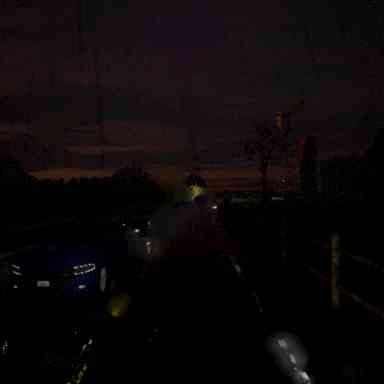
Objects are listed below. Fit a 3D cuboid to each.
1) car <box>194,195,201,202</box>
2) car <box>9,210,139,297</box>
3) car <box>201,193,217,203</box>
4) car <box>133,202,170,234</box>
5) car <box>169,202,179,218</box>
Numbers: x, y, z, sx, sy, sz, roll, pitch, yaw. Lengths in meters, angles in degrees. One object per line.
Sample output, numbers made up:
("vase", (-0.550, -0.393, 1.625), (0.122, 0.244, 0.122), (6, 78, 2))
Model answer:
("car", (1.626, 1.422, 71.808), (1.882, 1.535, 5.008), (0, 0, 8))
("car", (-2.846, 1.484, 8.875), (1.882, 1.535, 5.008), (0, 0, 0))
("car", (3.600, 1.183, 65.768), (2.150, 2.045, 5.566), (0, 0, 8))
("car", (-2.703, 1.552, 19.404), (2.033, 1.411, 5.357), (0, 0, 1))
("car", (-2.259, 1.563, 30.283), (1.994, 1.385, 4.181), (0, 0, 3))
